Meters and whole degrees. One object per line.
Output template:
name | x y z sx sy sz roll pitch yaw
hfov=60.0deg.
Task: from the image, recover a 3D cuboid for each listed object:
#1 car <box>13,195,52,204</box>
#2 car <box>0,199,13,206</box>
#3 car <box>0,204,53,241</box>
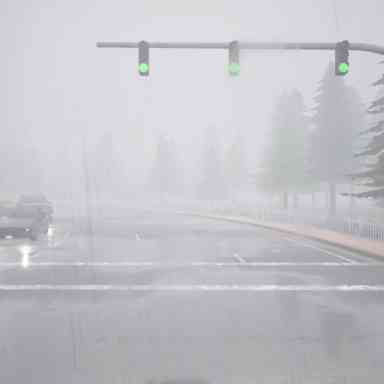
car | -12.441 1.235 26.094 2.150 2.045 5.566 0 0 -32
car | -19.077 1.509 33.951 5.008 1.535 1.882 0 0 41
car | -8.440 1.541 16.722 2.033 1.411 5.357 0 0 -15
